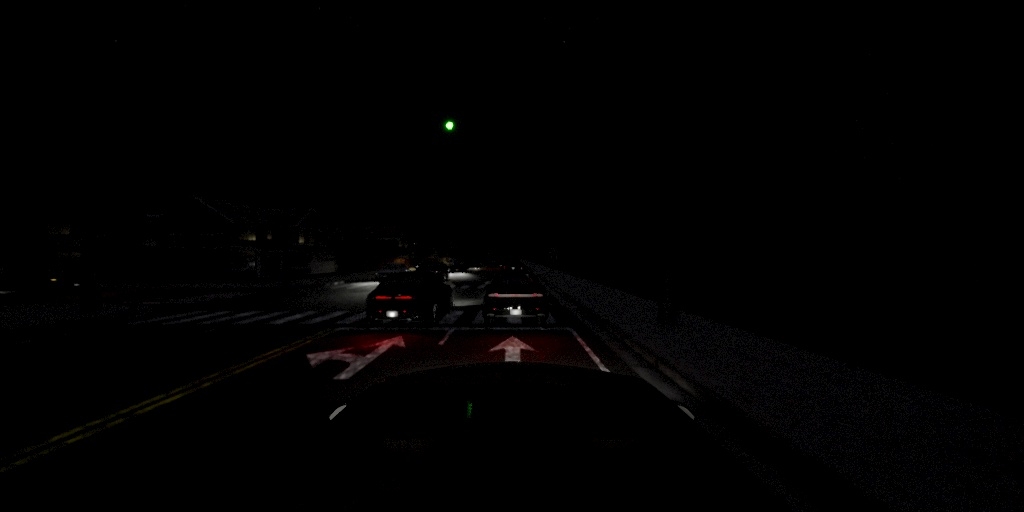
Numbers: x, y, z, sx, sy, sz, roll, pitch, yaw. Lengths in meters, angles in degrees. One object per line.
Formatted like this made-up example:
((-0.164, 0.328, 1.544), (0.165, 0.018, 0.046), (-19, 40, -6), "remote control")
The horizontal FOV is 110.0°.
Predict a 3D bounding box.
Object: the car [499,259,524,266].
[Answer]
((0.101, 1.125, 34.445), (2.097, 1.767, 4.553), (0, 0, 0), "car")

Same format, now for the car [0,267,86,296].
((-25.527, 1.327, 19.136), (4.674, 1.442, 1.812), (0, 0, 0), "car")

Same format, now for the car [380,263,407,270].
((-9.836, 1.297, 29.852), (1.812, 1.442, 4.674), (0, 0, 0), "car")

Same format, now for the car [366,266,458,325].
((-3.151, 1.266, 11.847), (1.837, 1.490, 4.892), (0, 0, 0), "car")

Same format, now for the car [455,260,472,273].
((-6.593, 1.376, 45.211), (1.895, 1.301, 4.718), (0, 0, 0), "car")

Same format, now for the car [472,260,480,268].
((-6.519, 1.326, 60.671), (2.033, 1.411, 5.357), (0, 0, 1), "car")

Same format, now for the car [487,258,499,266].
((-3.251, 1.305, 61.002), (1.812, 1.442, 4.674), (0, 0, 0), "car")

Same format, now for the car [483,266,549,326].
((0.101, 1.253, 11.778), (2.128, 1.511, 4.902), (0, 0, 0), "car")

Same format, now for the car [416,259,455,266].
((-6.597, 1.263, 30.805), (2.128, 1.511, 4.902), (0, 0, 0), "car")
